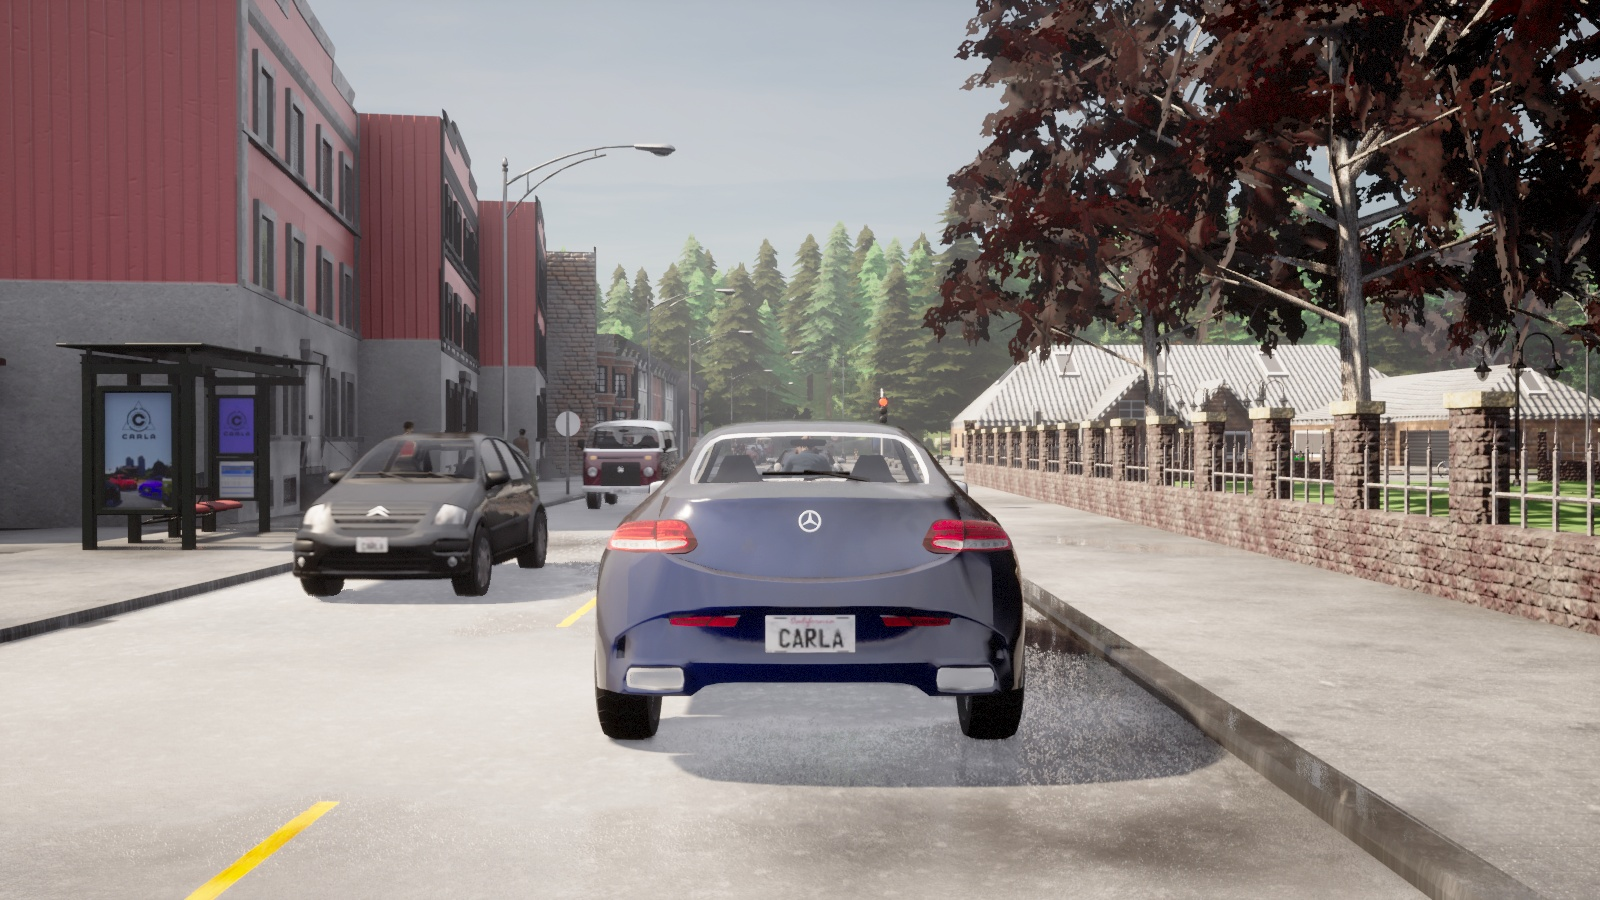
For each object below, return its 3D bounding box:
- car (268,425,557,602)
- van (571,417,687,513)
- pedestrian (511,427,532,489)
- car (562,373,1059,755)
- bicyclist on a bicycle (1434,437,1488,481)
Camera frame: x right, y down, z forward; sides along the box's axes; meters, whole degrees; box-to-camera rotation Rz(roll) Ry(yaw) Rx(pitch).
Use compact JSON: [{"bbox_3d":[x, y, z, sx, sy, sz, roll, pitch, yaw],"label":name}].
[{"bbox_3d":[-3.921,0.566,13.456,1.851,1.617,3.988,0,0,0],"label":"car"},{"bbox_3d":[-3.848,0.303,29.043,2.069,2.038,4.480,0,0,0],"label":"van"},{"bbox_3d":[-8.179,0.238,36.940,0.328,1.805,0.869,0,0,8],"label":"pedestrian"},{"bbox_3d":[0.053,0.480,7.945,2.152,1.651,5.027,0,0,0],"label":"car"},{"bbox_3d":[26.735,0.352,50.825,1.843,1.776,0.659,0,0,-1],"label":"bicyclist on a bicycle"}]
